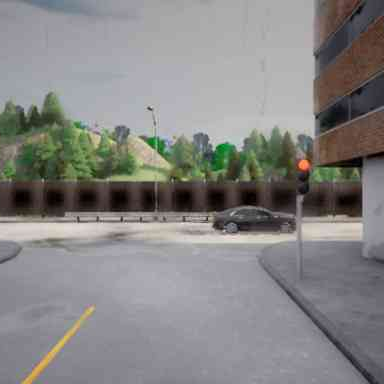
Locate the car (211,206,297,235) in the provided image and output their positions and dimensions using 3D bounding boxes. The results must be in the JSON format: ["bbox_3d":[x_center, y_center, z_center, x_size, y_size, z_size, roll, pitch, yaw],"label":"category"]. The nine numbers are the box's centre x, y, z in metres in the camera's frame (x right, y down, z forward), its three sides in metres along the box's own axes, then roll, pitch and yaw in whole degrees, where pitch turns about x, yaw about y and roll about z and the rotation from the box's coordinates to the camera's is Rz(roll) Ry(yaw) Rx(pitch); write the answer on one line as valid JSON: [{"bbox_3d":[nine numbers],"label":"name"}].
[{"bbox_3d":[3.486,1.563,18.297,4.892,1.490,1.837,0,0,0],"label":"car"}]
